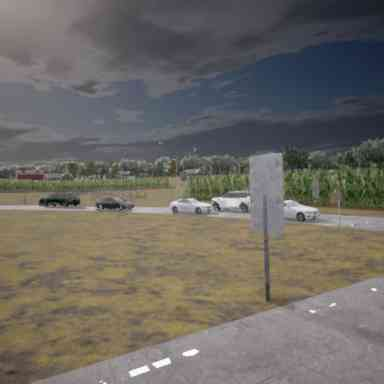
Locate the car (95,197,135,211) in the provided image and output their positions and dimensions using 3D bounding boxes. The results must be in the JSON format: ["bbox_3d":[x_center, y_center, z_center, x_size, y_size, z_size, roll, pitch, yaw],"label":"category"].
[{"bbox_3d":[-8.781,1.342,37.952,4.892,1.490,1.837,-1,2,27],"label":"car"}]

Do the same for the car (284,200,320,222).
[{"bbox_3d":[7.281,1.343,25.251,1.812,1.442,4.674,-3,2,-42],"label":"car"}]

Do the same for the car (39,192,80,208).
[{"bbox_3d":[-17.742,0.999,44.660,5.566,2.045,2.150,0,2,17],"label":"car"}]

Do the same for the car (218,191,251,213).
[{"bbox_3d":[4.336,0.899,32.577,5.566,2.045,2.150,0,2,42],"label":"car"}]

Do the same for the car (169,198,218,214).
[{"bbox_3d":[-0.135,1.325,32.397,4.674,1.442,1.812,0,2,38],"label":"car"}]
